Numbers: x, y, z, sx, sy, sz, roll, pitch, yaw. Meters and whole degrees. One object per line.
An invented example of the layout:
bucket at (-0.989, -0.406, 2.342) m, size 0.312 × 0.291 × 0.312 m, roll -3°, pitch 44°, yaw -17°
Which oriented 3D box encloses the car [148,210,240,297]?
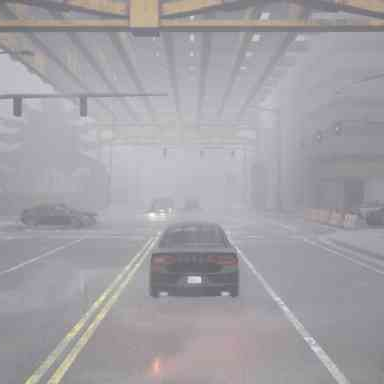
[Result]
car at (0.051, 1.468, 8.617) m, size 1.882 × 1.535 × 5.008 m, roll 0°, pitch 0°, yaw 0°

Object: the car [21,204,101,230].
car at (-8.086, 1.485, 20.569) m, size 4.902 × 1.511 × 2.128 m, roll 0°, pitch 0°, yaw 12°

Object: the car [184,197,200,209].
car at (0.003, 1.434, 44.809) m, size 2.128 × 1.511 × 4.902 m, roll 0°, pitch 0°, yaw 0°

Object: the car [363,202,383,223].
car at (13.262, 1.240, 20.940) m, size 4.536 × 1.218 × 1.853 m, roll 0°, pitch 0°, yaw -20°

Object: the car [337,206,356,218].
car at (13.577, 1.234, 25.059) m, size 4.536 × 1.218 × 1.853 m, roll 0°, pitch 0°, yaw 25°

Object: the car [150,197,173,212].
car at (-3.677, 1.450, 38.330) m, size 2.128 × 1.511 × 4.902 m, roll 0°, pitch 0°, yaw 0°

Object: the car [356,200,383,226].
car at (13.213, 1.398, 20.922) m, size 4.974 × 1.542 × 2.038 m, roll 0°, pitch 0°, yaw -20°
